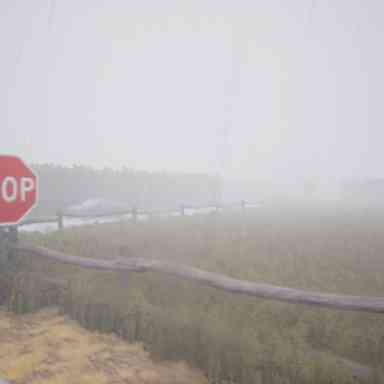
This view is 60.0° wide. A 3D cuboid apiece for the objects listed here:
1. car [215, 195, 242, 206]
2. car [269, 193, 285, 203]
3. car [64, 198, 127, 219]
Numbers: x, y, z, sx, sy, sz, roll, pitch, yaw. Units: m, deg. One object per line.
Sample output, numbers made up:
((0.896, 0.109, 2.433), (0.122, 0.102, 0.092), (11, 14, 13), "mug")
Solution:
((4.344, 1.089, 38.429), (1.994, 1.385, 4.181), (1, 1, 35), "car")
((11.832, 0.899, 46.567), (2.128, 1.511, 4.902), (1, 1, 17), "car")
((-6.539, 1.146, 23.016), (1.812, 1.442, 4.674), (1, 1, 35), "car")
